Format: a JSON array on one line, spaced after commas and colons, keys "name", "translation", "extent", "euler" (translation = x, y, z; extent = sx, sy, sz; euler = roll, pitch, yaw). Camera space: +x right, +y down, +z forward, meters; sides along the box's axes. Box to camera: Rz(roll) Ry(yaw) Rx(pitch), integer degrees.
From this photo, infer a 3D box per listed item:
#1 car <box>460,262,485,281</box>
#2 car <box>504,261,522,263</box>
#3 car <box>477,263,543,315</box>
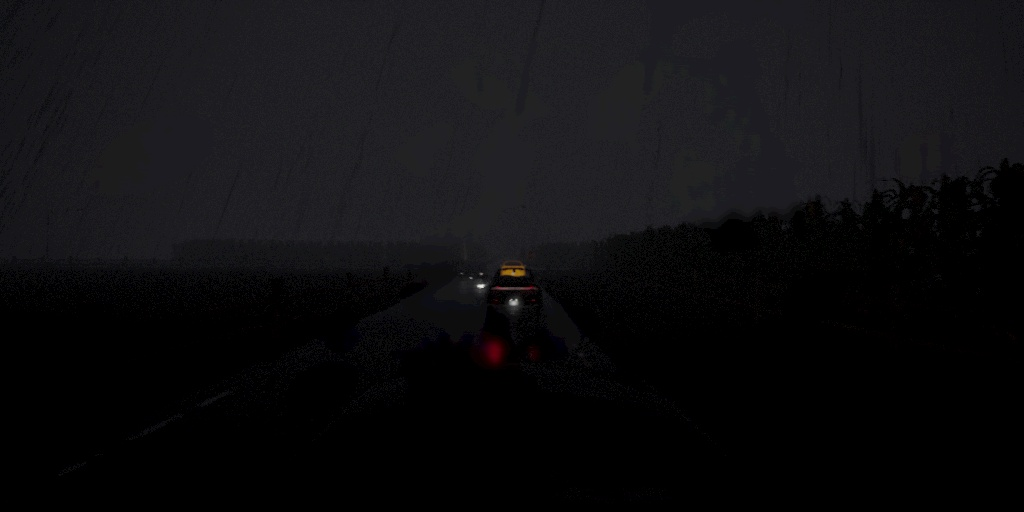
[{"name": "car", "translation": [-2.842, 1.165, 28.075], "extent": [2.033, 1.411, 5.357], "euler": [0, 0, 0]}, {"name": "car", "translation": [0.079, 1.097, 27.813], "extent": [1.882, 1.535, 5.008], "euler": [0, 0, 0]}, {"name": "car", "translation": [0.087, 1.187, 13.242], "extent": [2.128, 1.511, 4.902], "euler": [0, 0, 0]}]
